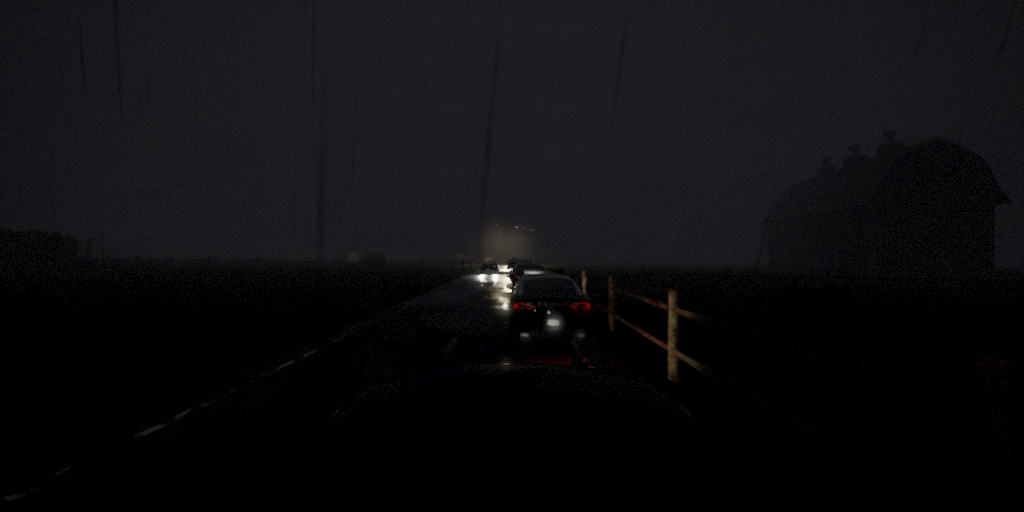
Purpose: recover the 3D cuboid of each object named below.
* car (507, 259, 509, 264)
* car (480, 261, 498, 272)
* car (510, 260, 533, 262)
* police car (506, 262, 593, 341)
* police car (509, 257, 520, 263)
[{"bbox_3d":[0.324,1.040,50.016,1.882,1.535,5.008,0,0,1],"label":"car"},{"bbox_3d":[-2.622,1.197,41.572,1.895,1.301,4.718,0,0,0],"label":"car"},{"bbox_3d":[0.921,1.186,19.769,1.837,1.490,4.892,0,0,0],"label":"car"},{"bbox_3d":[0.866,1.144,9.879,1.930,1.638,5.238,0,0,0],"label":"police car"},{"bbox_3d":[0.956,1.083,25.878,1.930,1.638,5.238,0,0,0],"label":"police car"}]
